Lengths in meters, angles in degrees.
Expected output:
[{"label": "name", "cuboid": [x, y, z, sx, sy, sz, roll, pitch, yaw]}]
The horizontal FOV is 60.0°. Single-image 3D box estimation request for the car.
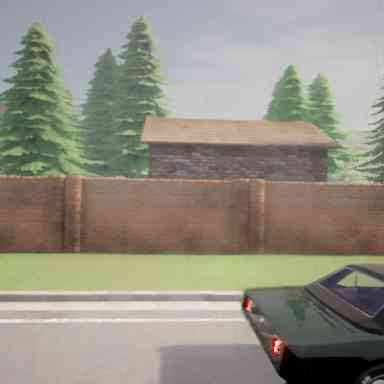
[{"label": "car", "cuboid": [3.100, 1.631, 4.081, 4.718, 1.301, 1.895, 1, 0, -4]}]
